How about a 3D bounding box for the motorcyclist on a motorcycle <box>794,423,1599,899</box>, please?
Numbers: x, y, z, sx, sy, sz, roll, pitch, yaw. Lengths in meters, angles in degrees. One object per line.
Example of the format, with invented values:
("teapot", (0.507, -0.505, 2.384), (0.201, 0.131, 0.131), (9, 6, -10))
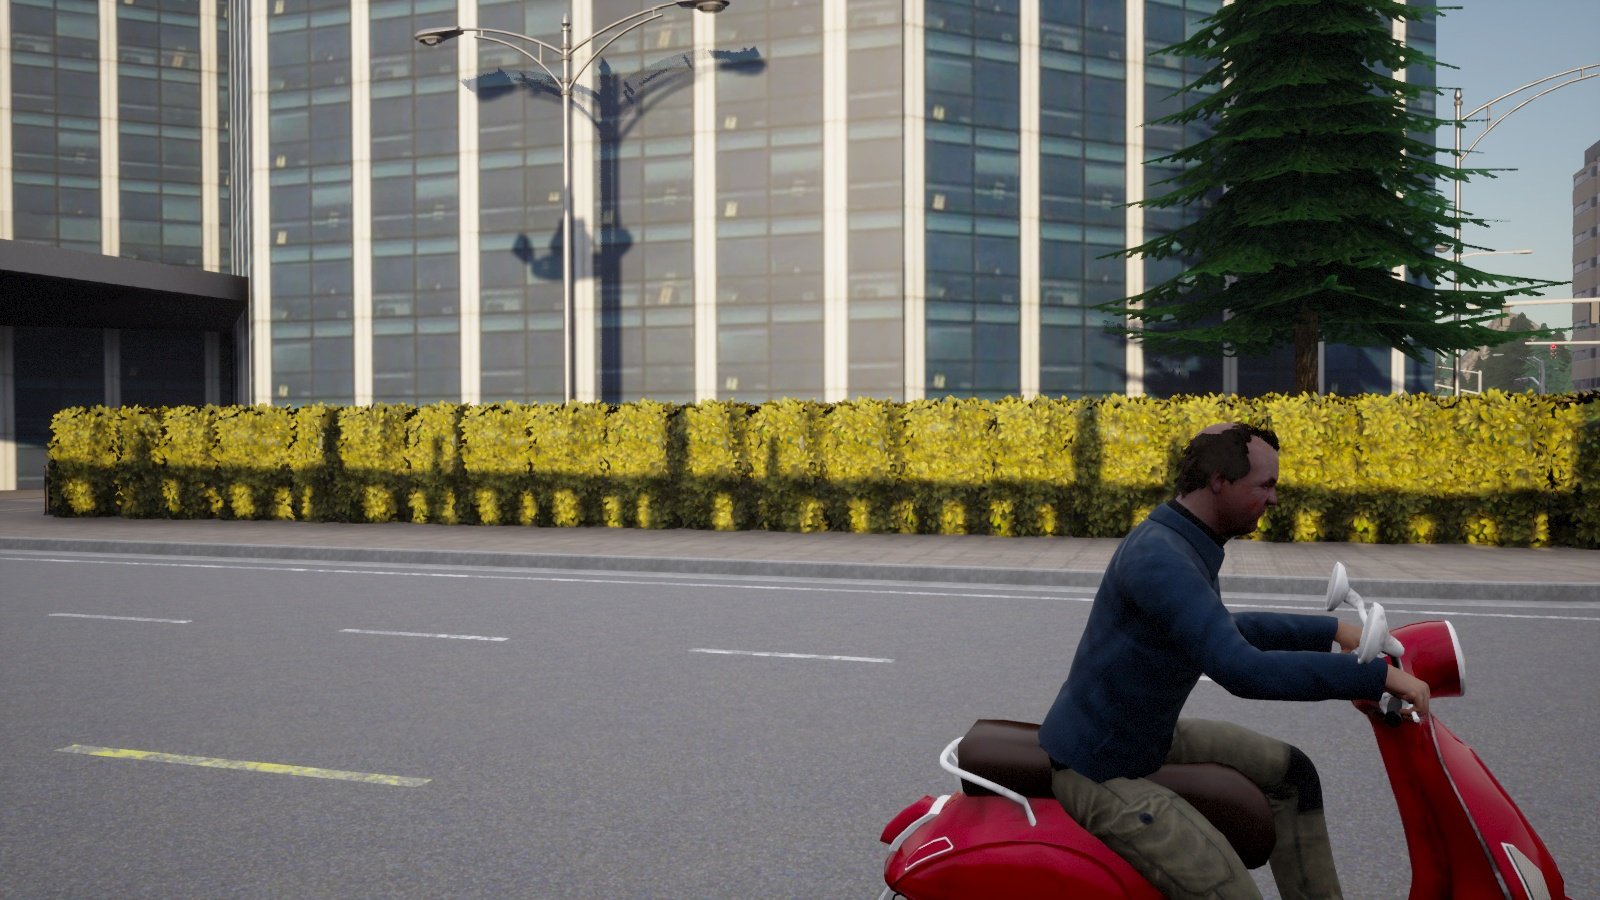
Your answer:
("motorcyclist on a motorcycle", (0.986, 0.738, 2.871), (1.817, 1.590, 0.866), (1, 1, 18))
